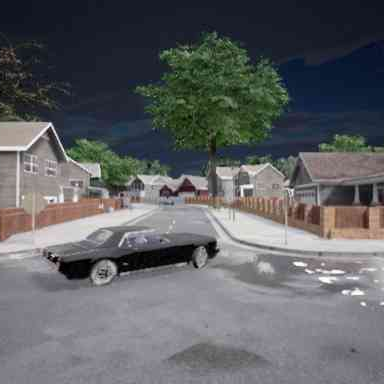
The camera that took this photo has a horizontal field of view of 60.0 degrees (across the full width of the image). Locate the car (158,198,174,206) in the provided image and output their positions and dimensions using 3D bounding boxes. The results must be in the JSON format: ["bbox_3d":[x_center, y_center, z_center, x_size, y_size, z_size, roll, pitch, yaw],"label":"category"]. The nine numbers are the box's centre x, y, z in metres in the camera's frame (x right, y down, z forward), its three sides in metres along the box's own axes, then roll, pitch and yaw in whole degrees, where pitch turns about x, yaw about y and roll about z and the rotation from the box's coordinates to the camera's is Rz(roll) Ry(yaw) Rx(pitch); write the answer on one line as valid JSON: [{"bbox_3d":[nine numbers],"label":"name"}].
[{"bbox_3d":[-5.065,1.914,64.726,1.994,1.385,4.181,1,-1,-27],"label":"car"}]

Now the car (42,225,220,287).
[{"bbox_3d":[-1.509,1.597,9.359,4.718,1.301,1.895,-1,0,-36],"label":"car"}]
